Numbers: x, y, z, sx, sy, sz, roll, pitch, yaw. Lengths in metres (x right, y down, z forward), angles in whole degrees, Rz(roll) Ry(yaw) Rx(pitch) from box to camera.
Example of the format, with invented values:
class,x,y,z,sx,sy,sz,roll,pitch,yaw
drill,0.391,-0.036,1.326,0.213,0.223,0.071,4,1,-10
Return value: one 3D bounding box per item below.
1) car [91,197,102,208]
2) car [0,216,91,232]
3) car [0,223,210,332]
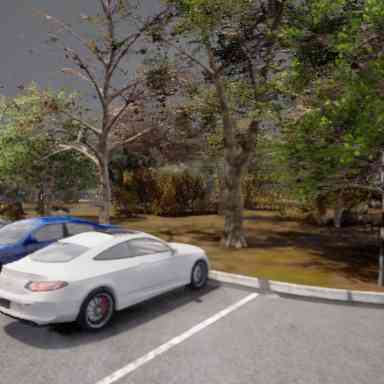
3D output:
class,x,y,z,sx,sy,sz,roll,pitch,yaw
car,-9.674,1.069,39.328,1.837,1.490,4.892,-3,0,35
car,-4.004,1.431,8.683,2.097,1.535,5.008,0,0,36
car,-1.447,1.490,6.847,2.002,1.452,4.674,0,0,36
